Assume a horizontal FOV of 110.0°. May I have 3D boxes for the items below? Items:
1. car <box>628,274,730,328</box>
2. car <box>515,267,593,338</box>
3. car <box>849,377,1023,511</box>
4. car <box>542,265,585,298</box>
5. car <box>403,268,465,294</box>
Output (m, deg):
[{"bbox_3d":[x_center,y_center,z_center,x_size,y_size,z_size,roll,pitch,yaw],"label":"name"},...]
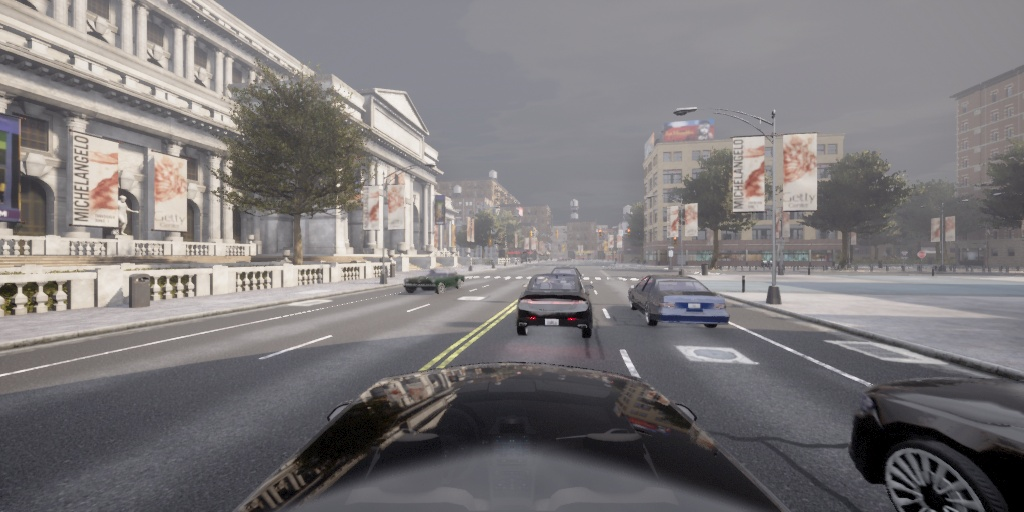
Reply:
[{"bbox_3d":[4.998,1.297,11.476,2.033,1.411,5.357,0,0,10],"label":"car"},{"bbox_3d":[1.270,1.242,10.287,2.128,1.511,4.902,0,0,9],"label":"car"},{"bbox_3d":[3.762,1.242,0.955,2.128,1.511,4.902,0,0,-1],"label":"car"},{"bbox_3d":[2.945,1.297,19.763,2.033,1.411,5.357,0,0,11],"label":"car"},{"bbox_3d":[-4.234,1.351,20.134,1.895,1.301,4.718,0,0,11],"label":"car"}]
